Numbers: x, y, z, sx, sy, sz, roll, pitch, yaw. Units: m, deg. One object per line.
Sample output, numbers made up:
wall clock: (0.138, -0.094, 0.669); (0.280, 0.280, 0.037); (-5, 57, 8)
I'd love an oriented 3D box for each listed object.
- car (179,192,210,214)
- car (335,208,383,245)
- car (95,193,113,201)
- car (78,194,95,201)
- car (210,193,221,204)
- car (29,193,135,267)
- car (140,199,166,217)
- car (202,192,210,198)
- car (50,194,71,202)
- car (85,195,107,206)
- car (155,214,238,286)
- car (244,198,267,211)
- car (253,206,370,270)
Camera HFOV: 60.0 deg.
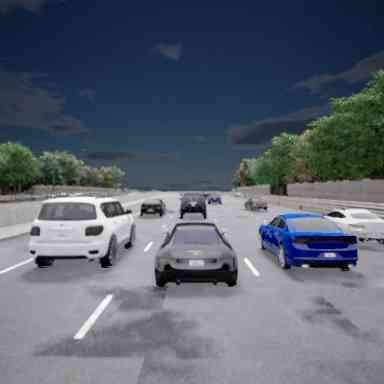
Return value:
car: (0.108, 1.070, 28.441); (2.150, 2.045, 5.566); (0, 0, 0)
car: (7.090, 1.463, 15.078); (1.812, 1.442, 4.674); (0, 0, 0)
car: (-17.484, 0.979, 66.343); (2.033, 1.411, 5.357); (0, 1, 0)
car: (-20.983, 1.033, 66.304); (1.895, 1.301, 4.718); (0, 1, 0)
car: (3.515, 0.958, 53.554); (2.097, 1.767, 4.553); (0, 1, 0)
car: (-3.396, 1.181, 11.354); (2.150, 2.045, 5.566); (0, 0, 0)
car: (-3.392, 1.316, 29.713); (1.882, 1.535, 5.008); (0, 0, 0)
car: (3.521, 0.772, 82.865); (1.882, 1.535, 5.008); (0, 0, 0)
car: (-24.485, 1.102, 62.122); (1.895, 1.301, 4.718); (0, 1, 0)
car: (-14.052, 1.165, 48.908); (1.837, 1.490, 4.892); (0, 1, 0)
car: (0.103, 1.533, 9.366); (1.994, 1.385, 4.181); (0, 0, 0)
car: (7.105, 1.322, 37.210); (2.033, 1.411, 5.357); (0, 1, 0)
car: (3.503, 1.439, 10.914); (1.882, 1.535, 5.008); (0, 0, 0)
